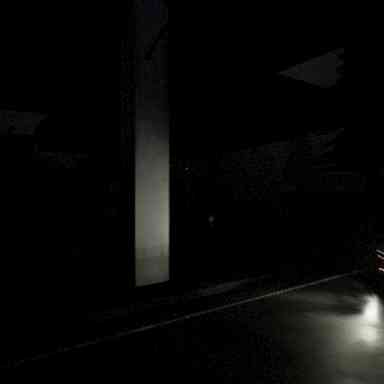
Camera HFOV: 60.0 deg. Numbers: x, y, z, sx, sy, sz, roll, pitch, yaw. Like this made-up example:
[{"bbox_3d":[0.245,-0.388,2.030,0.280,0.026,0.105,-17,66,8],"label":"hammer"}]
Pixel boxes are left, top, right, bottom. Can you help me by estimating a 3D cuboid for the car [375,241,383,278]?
[{"bbox_3d":[6.793,1.452,8.814,5.008,1.535,1.882,0,0,-35],"label":"car"}]
